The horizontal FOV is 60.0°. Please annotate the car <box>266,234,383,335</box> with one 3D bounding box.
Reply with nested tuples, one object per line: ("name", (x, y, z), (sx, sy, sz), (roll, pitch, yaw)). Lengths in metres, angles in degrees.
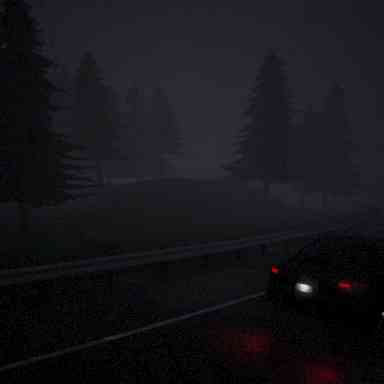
("car", (3.413, 1.580, 6.866), (4.181, 1.385, 1.994), (0, 0, -40))
